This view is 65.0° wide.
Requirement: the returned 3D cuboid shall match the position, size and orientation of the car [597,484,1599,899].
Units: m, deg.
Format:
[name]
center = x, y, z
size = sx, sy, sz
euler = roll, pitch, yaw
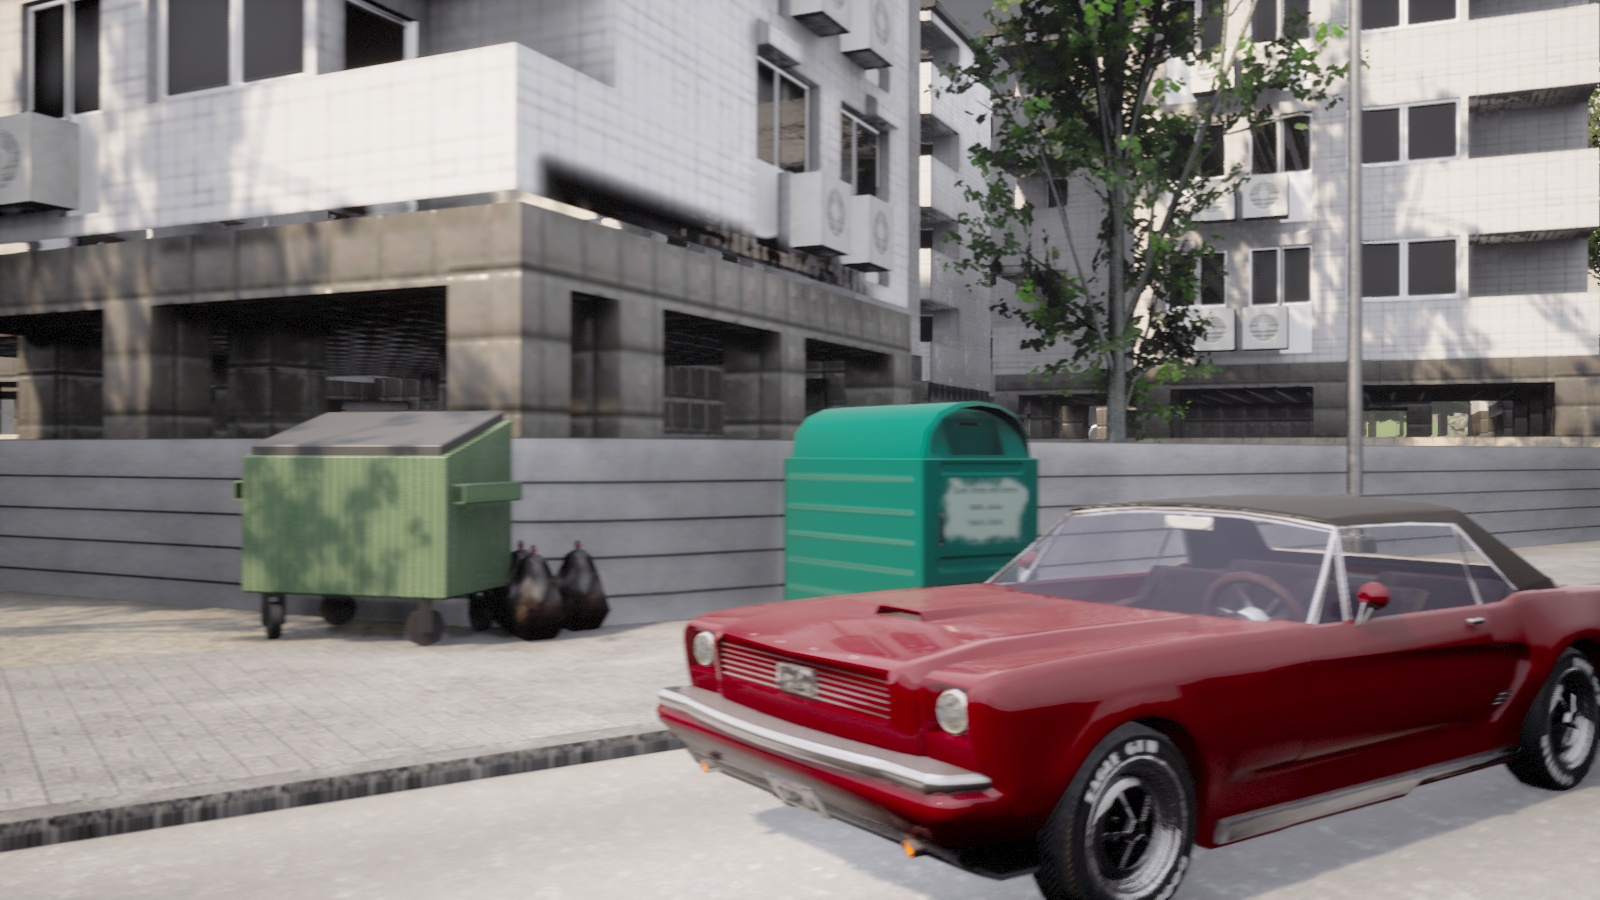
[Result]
[car]
center = 1.691, 0.855, 5.445
size = 4.718, 1.301, 1.895
euler = 0, 0, -35
